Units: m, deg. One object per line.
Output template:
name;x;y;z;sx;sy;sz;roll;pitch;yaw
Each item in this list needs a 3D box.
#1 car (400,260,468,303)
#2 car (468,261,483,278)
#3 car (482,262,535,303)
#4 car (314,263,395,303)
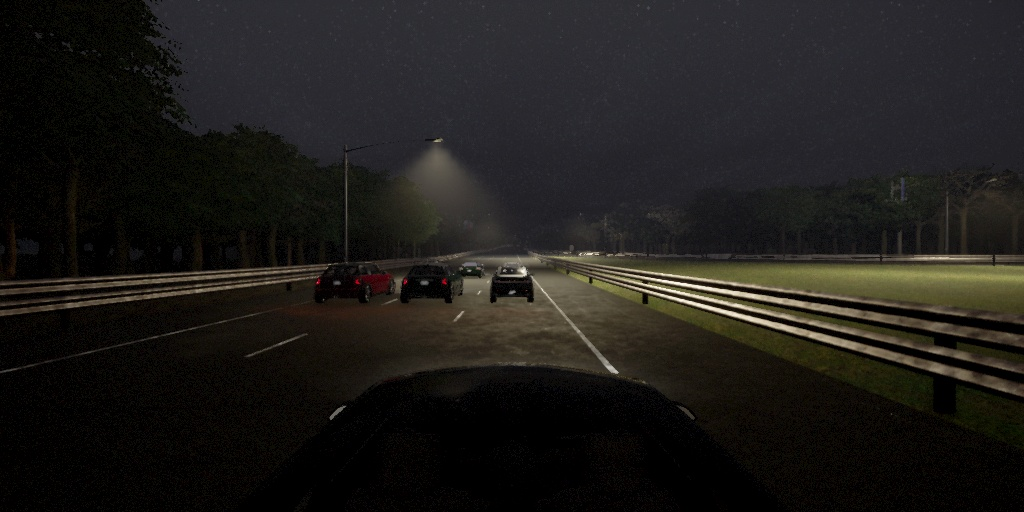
car;-3.500;1.089;16.466;2.097;1.767;4.553;0;0;0
car;-3.501;1.160;31.492;1.994;1.385;4.181;0;1;0
car;0.000;1.218;16.497;2.128;1.511;4.902;0;0;0
car;-7.000;1.089;16.466;2.097;1.767;4.553;0;0;0
